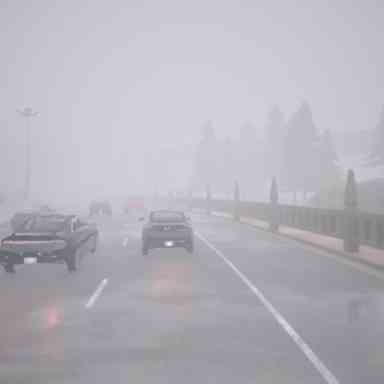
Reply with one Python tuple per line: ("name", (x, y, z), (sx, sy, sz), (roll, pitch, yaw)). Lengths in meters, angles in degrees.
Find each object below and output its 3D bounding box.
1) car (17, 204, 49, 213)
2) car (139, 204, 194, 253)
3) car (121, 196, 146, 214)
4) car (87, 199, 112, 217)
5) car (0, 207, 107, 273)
("car", (-9.284, 1.462, 19.884), (1.812, 1.442, 4.674), (0, 0, -12))
("car", (-1.064, 1.447, 13.419), (1.837, 1.490, 4.892), (0, 0, -7))
("car", (-5.984, 1.215, 34.050), (2.097, 1.767, 4.553), (0, 0, -18))
("car", (-8.142, 1.395, 29.408), (1.837, 1.490, 4.892), (0, 0, -17))
("car", (-4.233, 1.455, 10.578), (2.128, 1.511, 4.902), (0, 0, -6))
